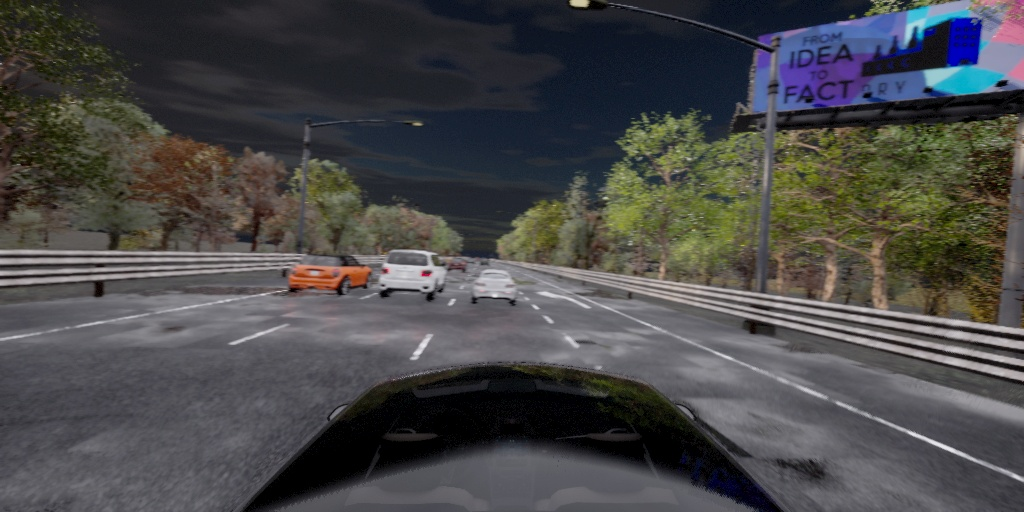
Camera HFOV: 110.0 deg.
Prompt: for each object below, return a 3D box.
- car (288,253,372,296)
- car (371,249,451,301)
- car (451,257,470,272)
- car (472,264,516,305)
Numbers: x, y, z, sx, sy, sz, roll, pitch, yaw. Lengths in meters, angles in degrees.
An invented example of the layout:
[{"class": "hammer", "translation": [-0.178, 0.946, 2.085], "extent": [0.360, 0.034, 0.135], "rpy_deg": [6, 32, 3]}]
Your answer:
[{"class": "car", "translation": [-7.802, 0.676, 15.969], "extent": [2.097, 1.767, 4.553], "rpy_deg": [4, 0, -5]}, {"class": "car", "translation": [-4.314, 0.782, 16.317], "extent": [2.150, 2.045, 5.566], "rpy_deg": [4, 0, -5]}, {"class": "car", "translation": [-6.611, 0.980, 43.796], "extent": [2.097, 1.767, 4.553], "rpy_deg": [4, -1, -5]}, {"class": "car", "translation": [-0.851, 1.319, 16.494], "extent": [1.812, 1.442, 4.674], "rpy_deg": [4, 0, -5]}]
